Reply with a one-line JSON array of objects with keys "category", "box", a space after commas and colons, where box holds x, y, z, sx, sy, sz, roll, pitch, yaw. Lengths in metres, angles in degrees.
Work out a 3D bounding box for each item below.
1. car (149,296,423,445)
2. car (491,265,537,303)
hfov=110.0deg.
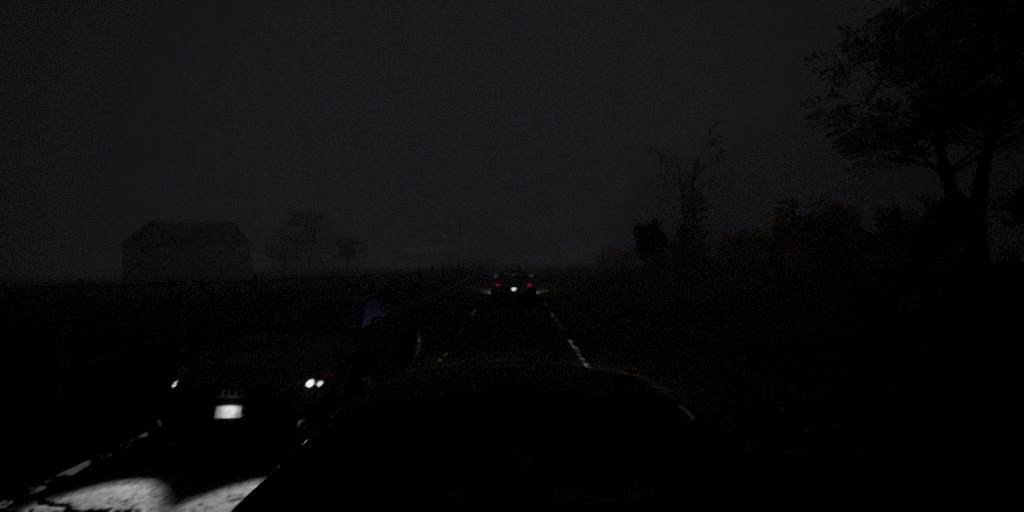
[{"category": "car", "box": [-2.755, 1.332, 5.479, 1.994, 1.385, 4.181, 0, 0, 0]}, {"category": "car", "box": [0.085, 1.327, 16.737, 1.994, 1.385, 4.181, 0, 0, 0]}]
